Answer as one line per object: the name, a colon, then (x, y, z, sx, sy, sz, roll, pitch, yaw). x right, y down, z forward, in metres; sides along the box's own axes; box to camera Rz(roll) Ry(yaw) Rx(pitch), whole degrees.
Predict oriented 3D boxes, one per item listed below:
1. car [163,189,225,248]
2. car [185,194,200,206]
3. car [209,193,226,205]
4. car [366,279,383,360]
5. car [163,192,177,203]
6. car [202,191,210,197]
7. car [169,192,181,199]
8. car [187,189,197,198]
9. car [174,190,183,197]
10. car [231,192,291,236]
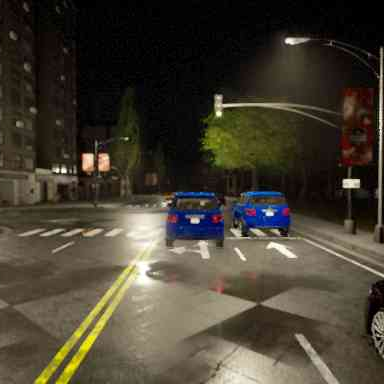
car: (0.101, 1.036, 13.918, 2.150, 2.045, 5.566, 0, 1, 0)
car: (0.101, 1.016, 43.868, 1.895, 1.301, 4.718, 0, 1, 0)
car: (3.351, 0.915, 44.278, 1.837, 1.490, 4.892, 0, 1, 0)
car: (3.349, 1.454, 2.732, 2.128, 1.511, 4.902, 0, 1, 0)
car: (-3.319, 0.801, 50.817, 1.882, 1.535, 5.008, 0, 1, 0)
car: (3.252, 0.511, 78.914, 1.812, 1.442, 4.674, 0, 1, 0)
car: (-3.260, 0.679, 66.055, 2.033, 1.411, 5.357, 0, 1, 0)
car: (0.002, 0.211, 78.141, 2.150, 2.045, 5.566, 0, 1, 0)
car: (-3.248, 0.347, 81.507, 1.882, 1.535, 5.008, 0, 1, 0)
car: (3.348, 0.996, 16.997, 2.150, 2.045, 5.566, 0, 1, 0)
